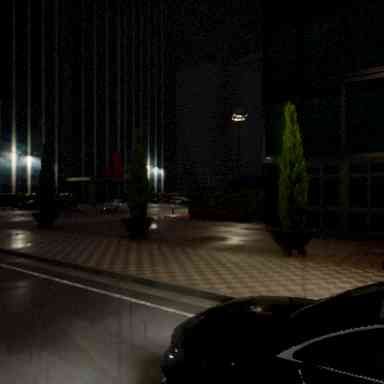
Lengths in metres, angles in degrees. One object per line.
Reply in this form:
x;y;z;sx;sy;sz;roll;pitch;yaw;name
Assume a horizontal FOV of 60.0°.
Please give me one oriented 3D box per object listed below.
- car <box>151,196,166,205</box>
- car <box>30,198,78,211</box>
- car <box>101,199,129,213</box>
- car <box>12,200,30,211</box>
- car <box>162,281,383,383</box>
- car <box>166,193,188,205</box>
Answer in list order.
-5.574;1.501;59.924;1.837;1.490;4.892;0;-1;36;car
-15.900;1.486;39.205;2.128;1.511;4.902;0;0;35;car
-8.121;1.521;37.795;1.812;1.442;4.674;0;0;35;car
-18.989;1.542;40.897;2.033;1.411;5.357;0;0;35;car
1.950;1.504;2.600;4.892;1.490;1.837;0;0;36;car
-1.524;1.218;59.566;2.150;2.045;5.566;0;0;36;car
